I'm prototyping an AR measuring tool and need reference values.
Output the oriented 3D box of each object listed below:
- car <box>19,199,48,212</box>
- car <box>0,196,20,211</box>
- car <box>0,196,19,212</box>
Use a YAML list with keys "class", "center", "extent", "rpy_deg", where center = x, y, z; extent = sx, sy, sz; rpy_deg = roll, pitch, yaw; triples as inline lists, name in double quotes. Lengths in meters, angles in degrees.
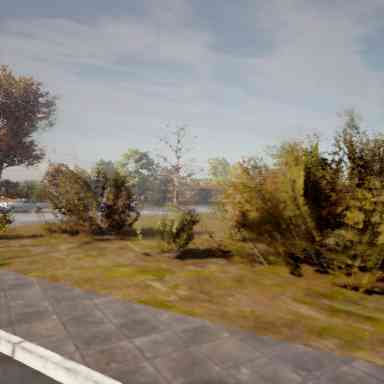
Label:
- class: "car"
  center: [-17.052, 1.350, 32.906]
  extent: [1.895, 1.301, 4.718]
  rpy_deg: [1, -1, 20]
- class: "car"
  center: [-20.385, 1.139, 33.975]
  extent: [1.882, 1.535, 5.008]
  rpy_deg: [1, -1, 20]
- class: "car"
  center: [-13.894, 1.162, 20.882]
  extent: [2.128, 1.511, 4.902]
  rpy_deg: [1, 0, 21]
